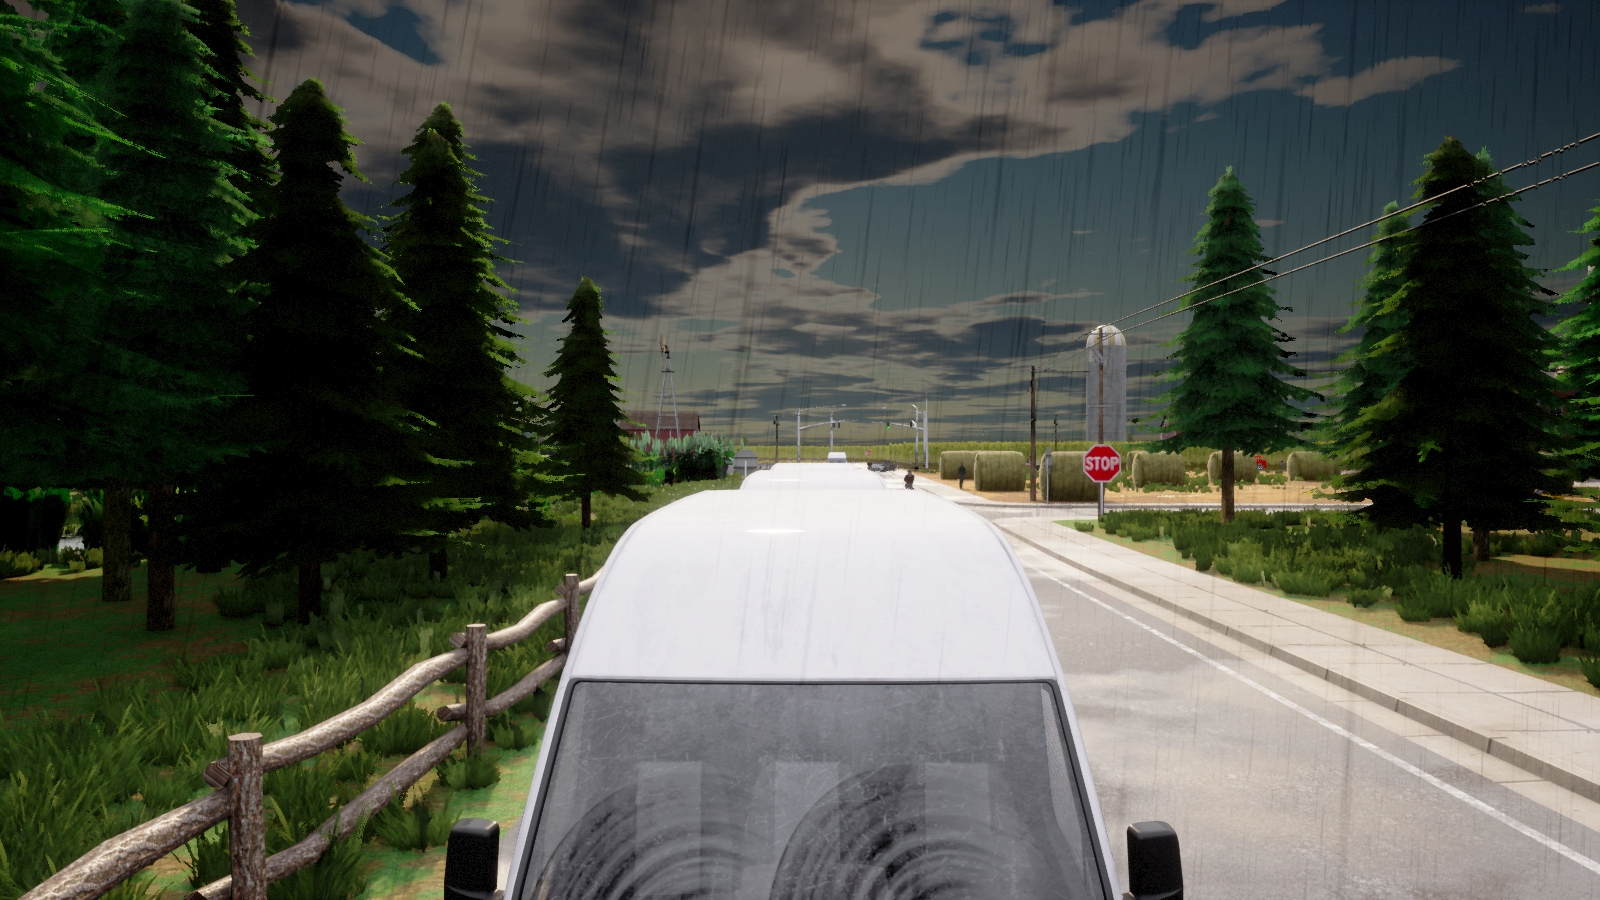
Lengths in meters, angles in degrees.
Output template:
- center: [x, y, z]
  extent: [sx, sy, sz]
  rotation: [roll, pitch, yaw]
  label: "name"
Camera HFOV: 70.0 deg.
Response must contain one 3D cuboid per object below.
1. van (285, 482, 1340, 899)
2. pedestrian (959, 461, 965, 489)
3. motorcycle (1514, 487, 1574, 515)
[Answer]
- center: [0.056, 1.508, 5.110]
  extent: [1.988, 2.561, 5.915]
  rotation: [0, 0, 1]
  label: "van"
- center: [10.760, 1.660, 75.986]
  extent: [0.375, 1.860, 0.375]
  rotation: [0, 0, 2]
  label: "pedestrian"
- center: [32.009, 2.186, 49.178]
  extent: [2.033, 1.199, 0.803]
  rotation: [0, 0, -1]
  label: "motorcycle"
